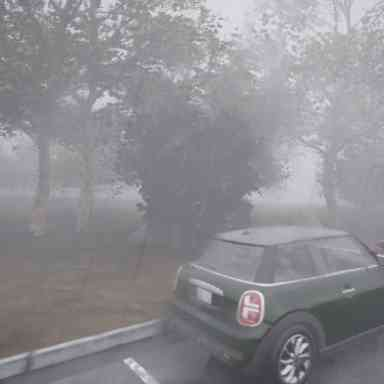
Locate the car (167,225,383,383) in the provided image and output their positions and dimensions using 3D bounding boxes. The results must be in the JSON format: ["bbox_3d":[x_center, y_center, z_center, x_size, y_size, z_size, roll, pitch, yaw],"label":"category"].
[{"bbox_3d":[1.938,1.348,5.438,4.553,1.767,2.185,0,0,-33],"label":"car"}]
